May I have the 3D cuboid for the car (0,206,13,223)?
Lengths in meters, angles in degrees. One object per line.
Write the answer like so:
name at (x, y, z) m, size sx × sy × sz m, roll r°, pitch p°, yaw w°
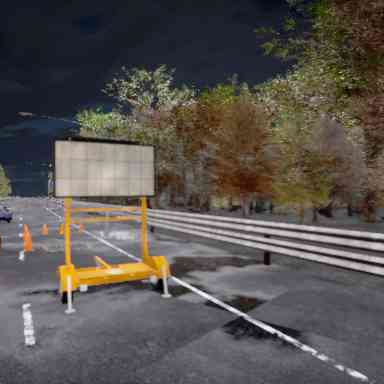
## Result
car at (-16.469, 1.870, 28.381) m, size 1.994 × 1.385 × 4.181 m, roll 0°, pitch 0°, yaw -27°

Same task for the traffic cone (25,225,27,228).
traffic cone at (-8.523, 2.131, 17.125) m, size 0.340 × 0.580 × 0.340 m, roll 0°, pitch 0°, yaw -28°

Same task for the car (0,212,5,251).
car at (-7.875, 1.664, 11.799) m, size 1.812 × 1.442 × 4.674 m, roll 0°, pitch 0°, yaw -28°

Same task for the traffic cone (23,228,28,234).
traffic cone at (-7.592, 2.113, 15.355) m, size 0.340 × 0.580 × 0.340 m, roll 0°, pitch 0°, yaw -28°

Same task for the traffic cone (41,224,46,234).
traffic cone at (-8.569, 2.144, 19.360) m, size 0.340 × 0.580 × 0.340 m, roll 0°, pitch 0°, yaw -28°

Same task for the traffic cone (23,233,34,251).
traffic cone at (-6.661, 2.094, 13.585) m, size 0.340 × 0.580 × 0.340 m, roll 0°, pitch 0°, yaw -28°

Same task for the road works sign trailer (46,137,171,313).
road works sign trailer at (-2.090, 0.531, 8.090) m, size 2.380 × 3.560 × 2.880 m, roll 0°, pitch 0°, yaw -27°
